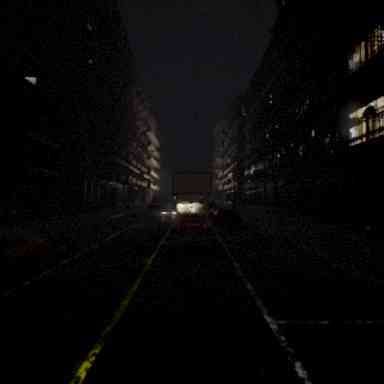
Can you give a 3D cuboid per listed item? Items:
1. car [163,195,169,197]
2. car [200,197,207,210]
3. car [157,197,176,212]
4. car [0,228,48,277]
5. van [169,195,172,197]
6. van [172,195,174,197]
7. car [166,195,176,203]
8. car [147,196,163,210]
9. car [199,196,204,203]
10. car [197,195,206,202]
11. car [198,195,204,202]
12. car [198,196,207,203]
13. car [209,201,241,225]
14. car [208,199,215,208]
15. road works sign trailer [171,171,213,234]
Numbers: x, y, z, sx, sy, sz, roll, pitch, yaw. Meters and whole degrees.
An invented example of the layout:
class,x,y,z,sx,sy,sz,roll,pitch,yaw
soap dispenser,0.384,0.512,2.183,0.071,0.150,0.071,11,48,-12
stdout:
class,x,y,z,sx,sy,sz,roll,pitch,yaw
car,-5.287,1.549,52.718,2.192,1.841,5.009,2,0,0
car,2.587,1.748,47.122,1.887,1.381,4.507,1,0,0
car,-2.843,1.725,42.421,2.033,1.411,5.357,0,0,0
car,-5.293,1.552,8.309,1.752,1.417,4.829,2,0,0
van,-5.287,1.640,63.776,1.690,1.788,3.998,2,0,0
van,-5.288,1.677,69.308,1.690,1.788,3.998,1,0,0
car,-5.286,1.768,85.899,2.192,1.841,5.009,1,0,0
car,-5.293,1.728,47.015,1.752,1.417,4.829,2,0,0
car,2.587,1.785,52.653,2.008,1.369,4.403,1,0,0
car,2.559,1.810,91.370,2.192,1.841,5.009,1,0,0
car,2.588,1.881,69.245,1.887,1.381,4.507,1,0,0
car,2.598,1.853,80.307,1.967,1.590,4.097,1,0,0
car,2.586,1.638,25.000,1.887,1.381,4.507,1,0,0
car,2.587,1.644,30.702,1.752,1.417,4.829,1,0,0
road works sign trailer,-0.002,0.534,19.671,2.380,3.560,2.880,0,0,0
